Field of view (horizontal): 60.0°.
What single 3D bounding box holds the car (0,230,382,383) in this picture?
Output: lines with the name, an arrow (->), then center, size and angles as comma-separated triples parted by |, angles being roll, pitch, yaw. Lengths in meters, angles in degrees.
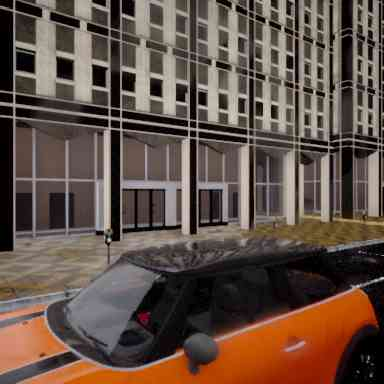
car -> -0.154, 1.352, 3.267 | 4.553, 1.767, 2.097 | 0, 0, -35
